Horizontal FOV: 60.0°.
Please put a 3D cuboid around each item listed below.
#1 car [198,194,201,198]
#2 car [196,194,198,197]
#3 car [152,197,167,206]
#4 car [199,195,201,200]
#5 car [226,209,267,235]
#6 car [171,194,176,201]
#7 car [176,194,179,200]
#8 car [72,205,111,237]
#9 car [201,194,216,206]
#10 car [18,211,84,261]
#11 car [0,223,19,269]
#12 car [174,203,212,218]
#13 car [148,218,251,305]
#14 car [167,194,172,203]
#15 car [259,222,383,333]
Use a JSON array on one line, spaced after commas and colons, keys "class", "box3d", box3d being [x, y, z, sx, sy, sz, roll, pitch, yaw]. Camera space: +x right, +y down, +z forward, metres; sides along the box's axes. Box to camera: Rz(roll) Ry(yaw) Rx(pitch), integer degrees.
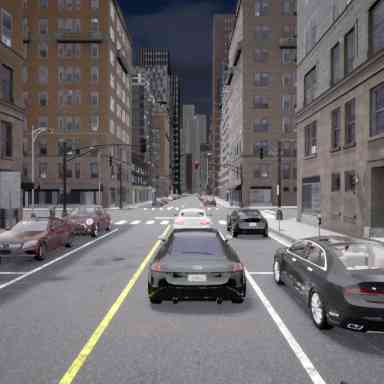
[{"class": "car", "box3d": [2.986, 1.524, 76.447, 1.967, 1.590, 4.097, 0, 0, 0]}, {"class": "car", "box3d": [3.026, 1.457, 92.675, 2.192, 1.841, 5.009, 0, 0, 0]}, {"class": "car", "box3d": [-5.594, 1.618, 54.831, 1.802, 1.307, 4.206, 0, 0, 0]}, {"class": "car", "box3d": [2.959, 1.607, 65.629, 2.008, 1.369, 4.403, 0, 0, 0]}, {"class": "car", "box3d": [2.869, 1.567, 17.721, 1.947, 1.339, 4.313, 0, 0, 0]}, {"class": "car", "box3d": [-5.525, 1.626, 81.703, 1.752, 1.417, 4.829, 0, 0, 0]}, {"class": "car", "box3d": [-5.498, 1.457, 92.691, 2.192, 1.841, 5.009, 0, 0, 0]}, {"class": "car", "box3d": [-5.657, 1.441, 17.728, 1.967, 1.590, 4.097, 0, 0, 0]}, {"class": "car", "box3d": [2.930, 1.476, 54.812, 1.967, 1.590, 4.097, 0, 0, 0]}, {"class": "car", "box3d": [-5.661, 1.582, 12.227, 1.802, 1.307, 4.206, 0, 0, 0]}, {"class": "car", "box3d": [-5.665, 1.566, 6.725, 1.947, 1.339, 4.313, 0, 0, 0]}, {"class": "car", "box3d": [0.047, 1.526, 16.943, 1.812, 1.442, 4.674, 0, 0, 1]}, {"class": "car", "box3d": [0.088, 1.564, 8.184, 1.994, 1.385, 4.181, 0, 0, 0]}, {"class": "car", "box3d": [-5.566, 1.606, 65.648, 2.008, 1.369, 4.403, 0, 0, 0]}, {"class": "car", "box3d": [2.860, 1.551, 6.719, 2.008, 1.369, 4.403, 0, 0, 0]}]
